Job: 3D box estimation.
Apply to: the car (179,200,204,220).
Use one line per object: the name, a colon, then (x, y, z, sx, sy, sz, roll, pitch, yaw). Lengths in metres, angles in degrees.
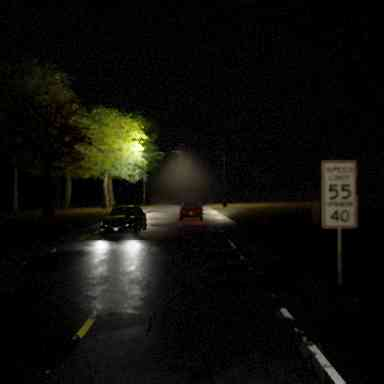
car: (-0.044, 1.522, 28.157, 1.882, 1.535, 5.008, 0, -1, 0)

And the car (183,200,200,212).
car: (-0.055, 1.784, 43.693, 2.033, 1.411, 5.357, 0, -1, 0)

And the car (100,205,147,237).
car: (-3.559, 1.503, 17.969, 1.837, 1.490, 4.892, 0, 0, 0)
